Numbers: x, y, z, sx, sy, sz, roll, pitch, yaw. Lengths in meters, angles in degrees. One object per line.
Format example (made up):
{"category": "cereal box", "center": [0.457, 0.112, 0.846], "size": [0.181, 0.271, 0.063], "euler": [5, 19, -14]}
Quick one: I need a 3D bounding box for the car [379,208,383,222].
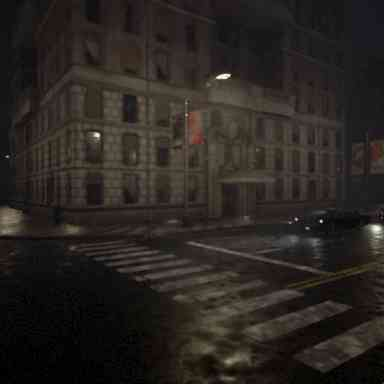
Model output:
{"category": "car", "center": [15.046, 1.322, 23.243], "size": [5.008, 1.535, 1.882], "euler": [0, 0, -34]}

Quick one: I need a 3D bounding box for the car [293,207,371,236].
{"category": "car", "center": [7.616, 1.501, 18.018], "size": [4.718, 1.301, 1.895], "euler": [0, 0, -35]}
